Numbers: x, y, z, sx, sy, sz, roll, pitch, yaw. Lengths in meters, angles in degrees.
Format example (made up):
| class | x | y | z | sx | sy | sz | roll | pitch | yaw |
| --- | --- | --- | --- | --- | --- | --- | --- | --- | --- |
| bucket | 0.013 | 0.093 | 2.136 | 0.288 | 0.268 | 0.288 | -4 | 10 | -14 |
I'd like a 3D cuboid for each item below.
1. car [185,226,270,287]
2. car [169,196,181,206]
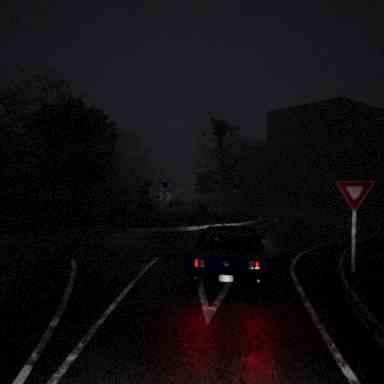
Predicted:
| class | x | y | z | sx | sy | sz | roll | pitch | yaw |
| --- | --- | --- | --- | --- | --- | --- | --- | --- | --- |
| car | 1.116 | 1.604 | 9.421 | 1.895 | 1.301 | 4.718 | 0 | 0 | 9 |
| car | -2.553 | 1.374 | 51.403 | 2.128 | 1.511 | 4.902 | 0 | 0 | -9 |
